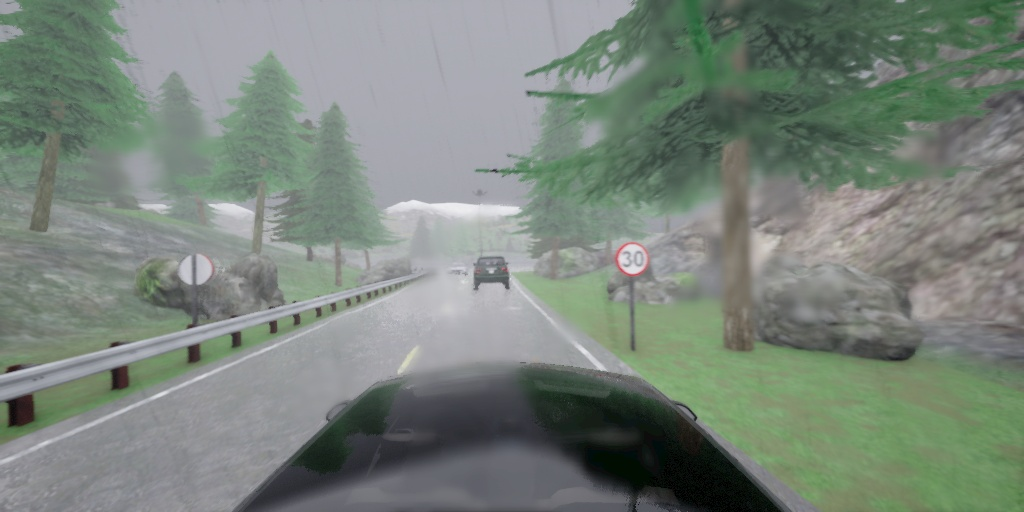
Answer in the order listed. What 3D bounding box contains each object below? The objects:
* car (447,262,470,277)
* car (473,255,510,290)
[{"bbox_3d":[-5.740,1.410,38.653,1.812,1.442,4.674,-1,0,-3],"label":"car"},{"bbox_3d":[-1.339,0.998,23.451,2.150,2.045,5.566,-1,0,-3],"label":"car"}]
